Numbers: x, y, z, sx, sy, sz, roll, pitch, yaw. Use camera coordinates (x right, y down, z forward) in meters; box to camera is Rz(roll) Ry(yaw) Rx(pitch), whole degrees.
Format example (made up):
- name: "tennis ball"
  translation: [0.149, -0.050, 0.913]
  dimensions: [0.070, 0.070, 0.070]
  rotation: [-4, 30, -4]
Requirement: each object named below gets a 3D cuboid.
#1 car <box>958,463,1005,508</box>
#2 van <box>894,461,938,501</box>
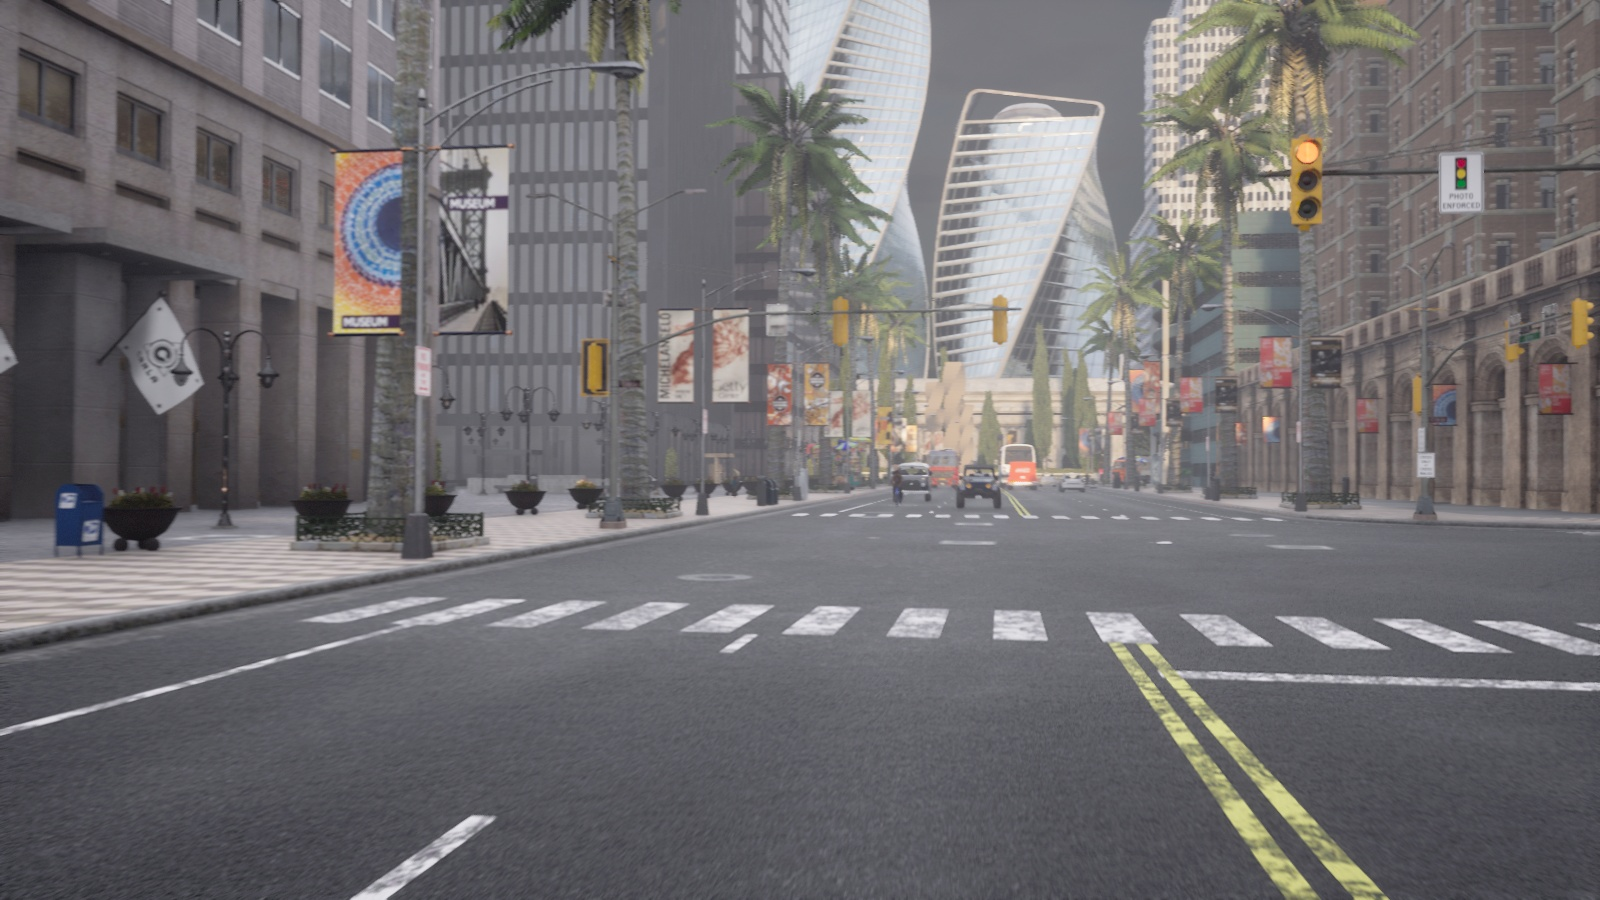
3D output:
- name: "car"
  translation: [7.875, 1.498, 54.394]
  dimensions: [1.905, 1.878, 3.866]
  rotation: [0, -1, 9]
- name: "van"
  translation: [6.153, 1.631, 66.230]
  dimensions: [2.069, 2.038, 4.480]
  rotation: [0, -1, 9]
